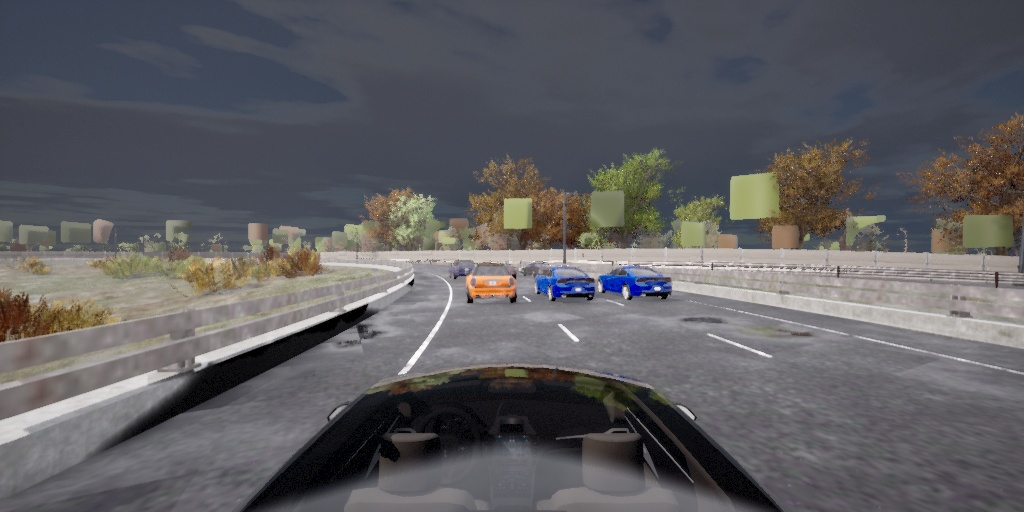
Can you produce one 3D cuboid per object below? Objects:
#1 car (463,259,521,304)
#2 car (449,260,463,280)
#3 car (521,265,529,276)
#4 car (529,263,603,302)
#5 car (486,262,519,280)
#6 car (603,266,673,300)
[{"bbox_3d":[-1.084,1.114,16.669,2.097,1.767,4.553,0,0,-8],"label":"car"},{"bbox_3d":[-4.324,1.114,31.558,2.097,1.767,4.553,0,0,-16],"label":"car"},{"bbox_3d":[2.384,1.312,33.561,2.033,1.411,5.357,0,0,-16],"label":"car"},{"bbox_3d":[2.376,1.233,17.197,1.882,1.535,5.008,0,0,-8],"label":"car"},{"bbox_3d":[-0.974,1.321,32.574,1.994,1.385,4.181,0,0,-16],"label":"car"},{"bbox_3d":[5.840,1.233,17.696,1.882,1.535,5.008,0,0,-8],"label":"car"}]
